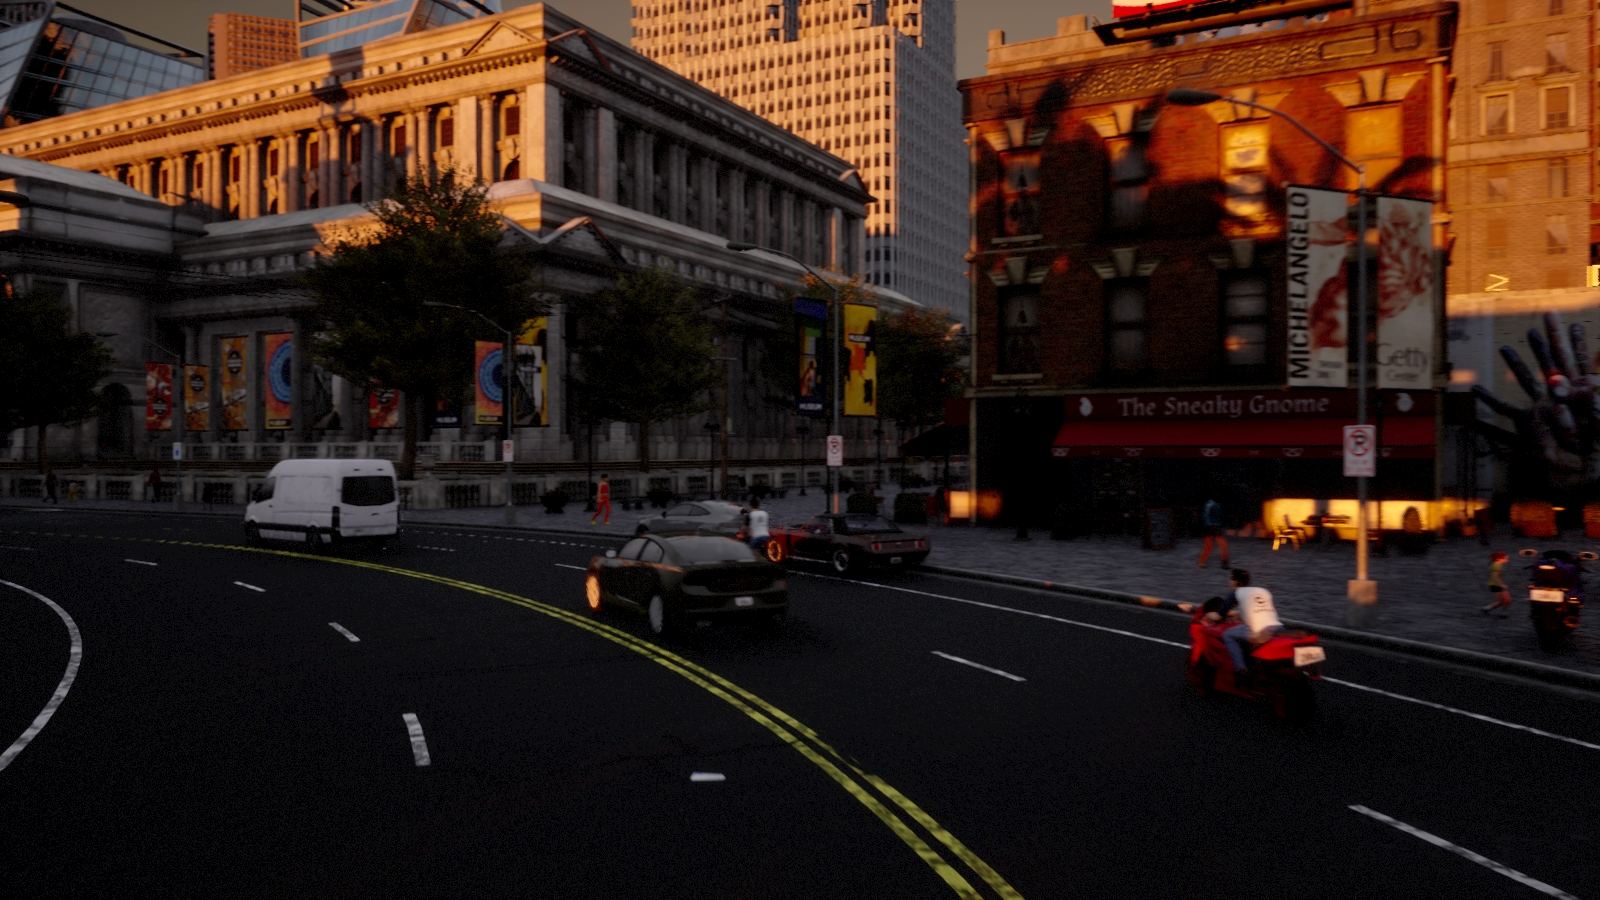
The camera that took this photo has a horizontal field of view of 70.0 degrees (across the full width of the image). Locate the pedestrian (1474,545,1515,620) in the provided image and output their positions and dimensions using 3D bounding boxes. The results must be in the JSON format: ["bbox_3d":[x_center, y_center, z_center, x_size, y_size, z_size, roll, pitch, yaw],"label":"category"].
[{"bbox_3d":[10.886,2.065,17.908,0.500,1.100,0.500,0,0,38],"label":"pedestrian"}]

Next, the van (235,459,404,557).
[{"bbox_3d":[-13.895,1.543,32.842,5.915,2.561,1.988,0,0,40],"label":"van"}]

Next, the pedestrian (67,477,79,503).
[{"bbox_3d":[-36.788,2.002,57.833,0.375,1.300,0.375,0,0,32],"label":"pedestrian"}]

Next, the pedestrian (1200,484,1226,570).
[{"bbox_3d":[9.104,1.687,25.172,0.375,1.860,0.375,0,0,-21],"label":"pedestrian"}]

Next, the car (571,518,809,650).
[{"bbox_3d":[-1.981,2.034,18.665,2.097,1.535,5.006,0,0,-28],"label":"car"}]

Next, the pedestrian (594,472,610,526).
[{"bbox_3d":[-6.922,1.699,39.956,0.375,1.860,0.375,0,0,26],"label":"pedestrian"}]

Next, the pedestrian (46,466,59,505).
[{"bbox_3d":[-36.478,1.722,55.746,0.375,1.860,0.375,0,0,22],"label":"pedestrian"}]

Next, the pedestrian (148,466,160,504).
[{"bbox_3d":[-31.987,1.718,56.558,0.375,1.860,0.375,0,0,28],"label":"pedestrian"}]
